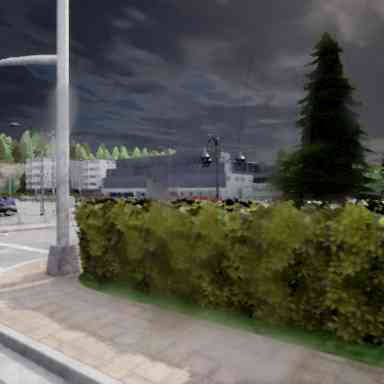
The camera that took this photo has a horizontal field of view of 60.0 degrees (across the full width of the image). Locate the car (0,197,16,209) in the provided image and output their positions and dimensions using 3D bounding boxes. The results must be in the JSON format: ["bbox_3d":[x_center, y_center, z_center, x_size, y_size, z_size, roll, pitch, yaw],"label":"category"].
[{"bbox_3d":[-25.185,1.398,43.336,1.845,1.501,3.633,0,0,36],"label":"car"}]

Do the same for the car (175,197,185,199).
[{"bbox_3d":[-2.275,1.437,49.528,1.845,1.501,3.633,0,0,36],"label":"car"}]

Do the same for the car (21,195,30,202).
[{"bbox_3d":[-35.653,1.358,72.826,1.970,1.475,3.806,0,0,36],"label":"car"}]

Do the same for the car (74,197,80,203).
[{"bbox_3d":[-19.874,1.173,61.862,1.905,1.878,3.866,0,0,36],"label":"car"}]

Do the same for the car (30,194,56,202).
[{"bbox_3d":[-30.257,1.270,69.339,2.152,1.636,5.027,0,0,36],"label":"car"}]

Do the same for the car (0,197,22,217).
[{"bbox_3d":[-17.480,1.392,28.396,2.007,1.523,4.514,0,0,36],"label":"car"}]

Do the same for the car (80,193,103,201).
[{"bbox_3d":[-17.275,1.189,60.499,1.932,1.855,4.605,0,0,36],"label":"car"}]

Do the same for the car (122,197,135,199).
[{"bbox_3d":[-9.029,1.449,45.247,1.970,1.475,3.806,0,0,36],"label":"car"}]
